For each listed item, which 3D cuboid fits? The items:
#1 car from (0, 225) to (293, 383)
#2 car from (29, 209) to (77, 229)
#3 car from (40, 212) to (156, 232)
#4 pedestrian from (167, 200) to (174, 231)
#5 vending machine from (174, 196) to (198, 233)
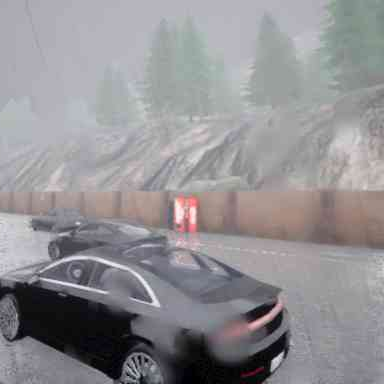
[{"bbox_3d":[-1.058,1.515,4.866,4.902,1.511,2.128,0,0,37],"label":"car"},{"bbox_3d":[-7.673,1.653,19.241,4.181,1.385,1.994,0,0,41],"label":"car"},{"bbox_3d":[-2.687,1.575,10.548,4.674,1.442,1.812,0,0,39],"label":"car"},{"bbox_3d":[-1.214,1.385,19.708,0.375,1.860,0.375,0,0,40],"label":"pedestrian"},{"bbox_3d":[-0.366,1.285,19.417,0.880,2.100,1.100,0,0,40],"label":"vending machine"}]
